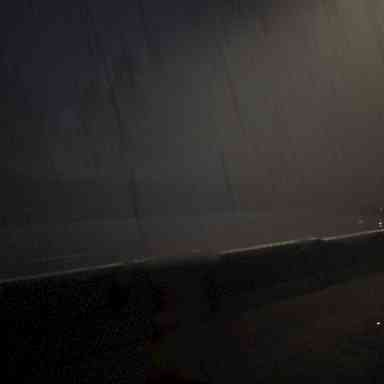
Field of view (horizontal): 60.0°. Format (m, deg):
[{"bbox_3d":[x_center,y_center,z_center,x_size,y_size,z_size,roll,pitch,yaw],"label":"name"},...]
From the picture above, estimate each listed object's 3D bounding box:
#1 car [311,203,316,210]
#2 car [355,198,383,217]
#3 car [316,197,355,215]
[{"bbox_3d":[15.351,1.298,36.438,5.357,1.411,2.033,-1,1,-35],"label":"car"},{"bbox_3d":[16.470,1.273,28.640,5.008,1.535,1.882,-1,1,-35],"label":"car"},{"bbox_3d":[14.124,1.326,31.265,4.674,1.442,1.812,-1,1,-35],"label":"car"}]
